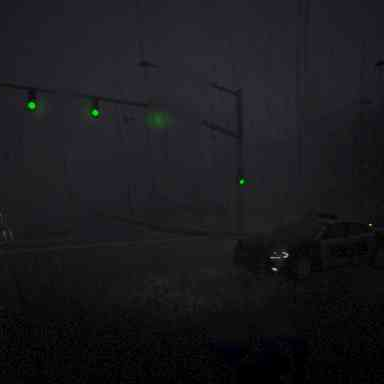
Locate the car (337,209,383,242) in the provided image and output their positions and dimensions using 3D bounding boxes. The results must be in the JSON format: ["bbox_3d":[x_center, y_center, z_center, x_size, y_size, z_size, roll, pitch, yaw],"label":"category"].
[{"bbox_3d":[9.851,1.598,16.993,4.718,1.301,1.895,0,0,-26],"label":"car"}]

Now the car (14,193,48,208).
[{"bbox_3d":[-22.364,1.188,47.126,2.150,2.045,5.566,0,0,-1],"label":"car"}]

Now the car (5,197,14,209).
[{"bbox_3d":[-25.753,1.469,45.762,1.837,1.490,4.892,0,0,-3],"label":"car"}]

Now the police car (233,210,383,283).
[{"bbox_3d":[3.611,1.423,9.669,5.238,1.638,1.930,0,0,-27],"label":"police car"}]

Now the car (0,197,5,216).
[{"bbox_3d":[-17.946,1.453,29.060,1.882,1.535,5.008,0,0,-24],"label":"car"}]
